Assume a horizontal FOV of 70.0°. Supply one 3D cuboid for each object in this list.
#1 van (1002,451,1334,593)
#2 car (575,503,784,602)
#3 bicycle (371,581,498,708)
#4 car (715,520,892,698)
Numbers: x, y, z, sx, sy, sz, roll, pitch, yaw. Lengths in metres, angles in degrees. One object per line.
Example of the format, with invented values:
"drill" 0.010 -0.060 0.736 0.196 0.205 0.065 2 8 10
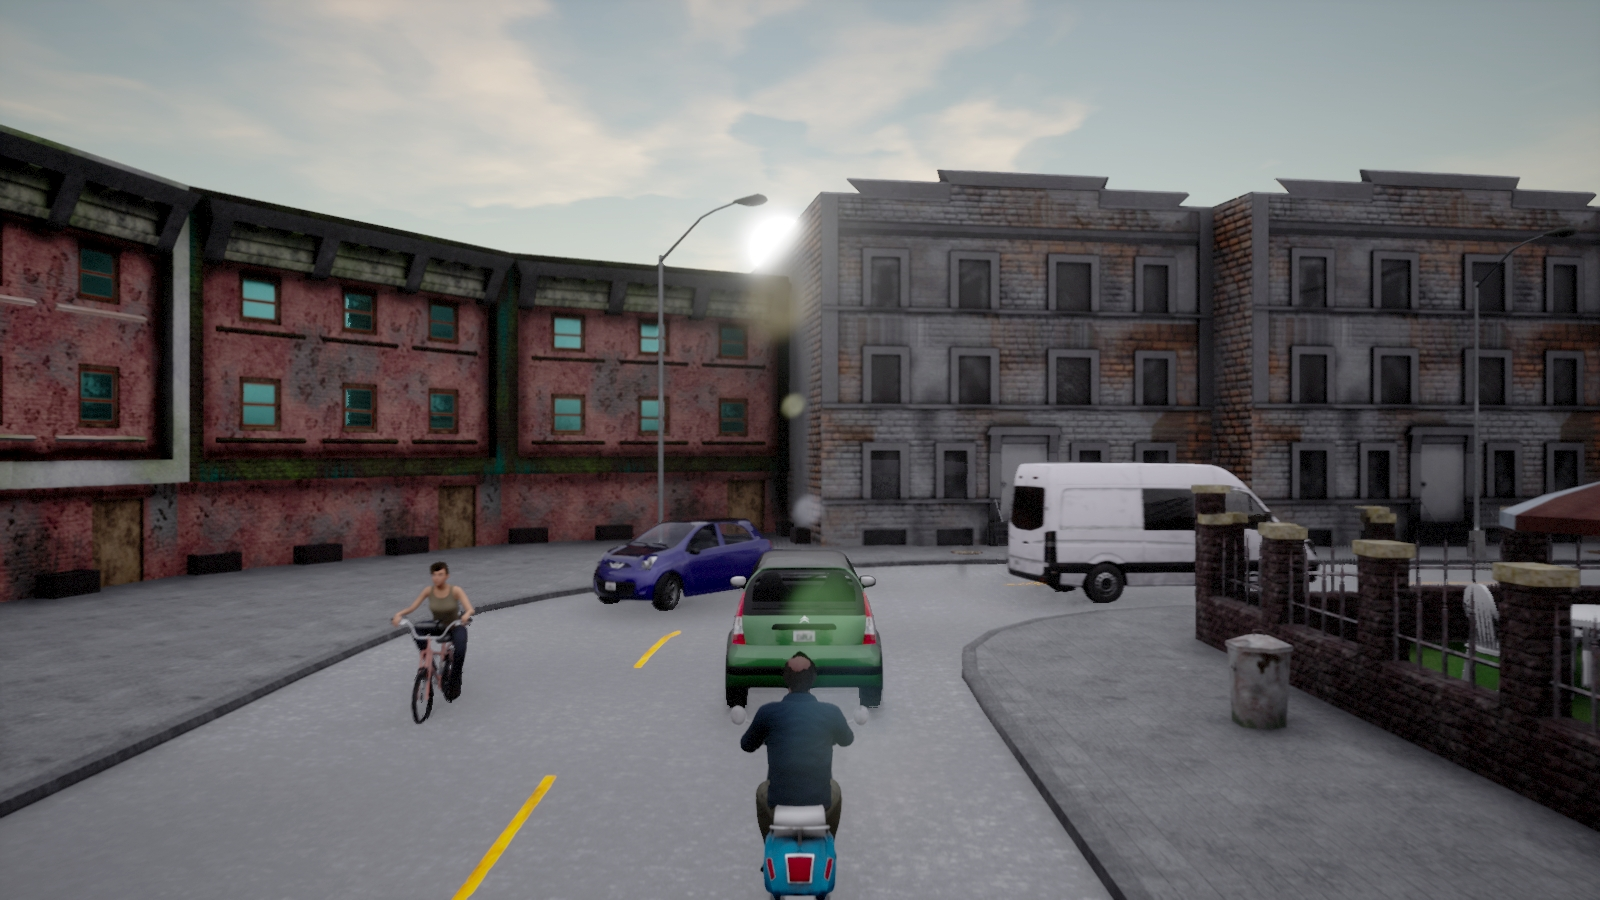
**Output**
"van" 7.077 1.313 22.143 5.915 2.561 1.988 0 0 -12
"car" -2.160 1.820 21.261 1.845 1.501 3.633 0 0 39
"bicycle" -3.867 2.037 12.210 0.859 1.080 1.487 0 1 1
"car" 0.034 1.780 13.930 1.851 1.617 3.988 0 0 0
